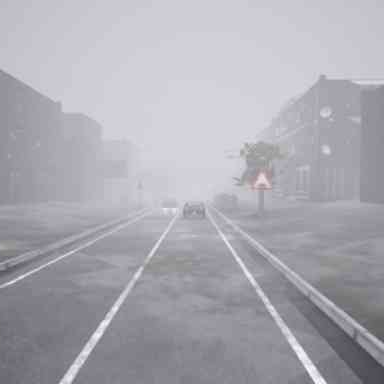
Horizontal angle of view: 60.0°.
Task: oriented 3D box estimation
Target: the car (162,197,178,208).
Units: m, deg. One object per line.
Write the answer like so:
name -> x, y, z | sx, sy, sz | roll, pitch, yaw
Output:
car -> -2.936, 1.423, 45.337 | 1.994, 1.385, 4.181 | 0, 0, 0

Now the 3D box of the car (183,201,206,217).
car -> 0.188, 1.487, 29.578 | 1.895, 1.301, 4.718 | 0, -1, 0

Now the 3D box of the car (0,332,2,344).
car -> -3.097, 1.490, 1.805 | 2.128, 1.511, 4.902 | 0, 0, 0
